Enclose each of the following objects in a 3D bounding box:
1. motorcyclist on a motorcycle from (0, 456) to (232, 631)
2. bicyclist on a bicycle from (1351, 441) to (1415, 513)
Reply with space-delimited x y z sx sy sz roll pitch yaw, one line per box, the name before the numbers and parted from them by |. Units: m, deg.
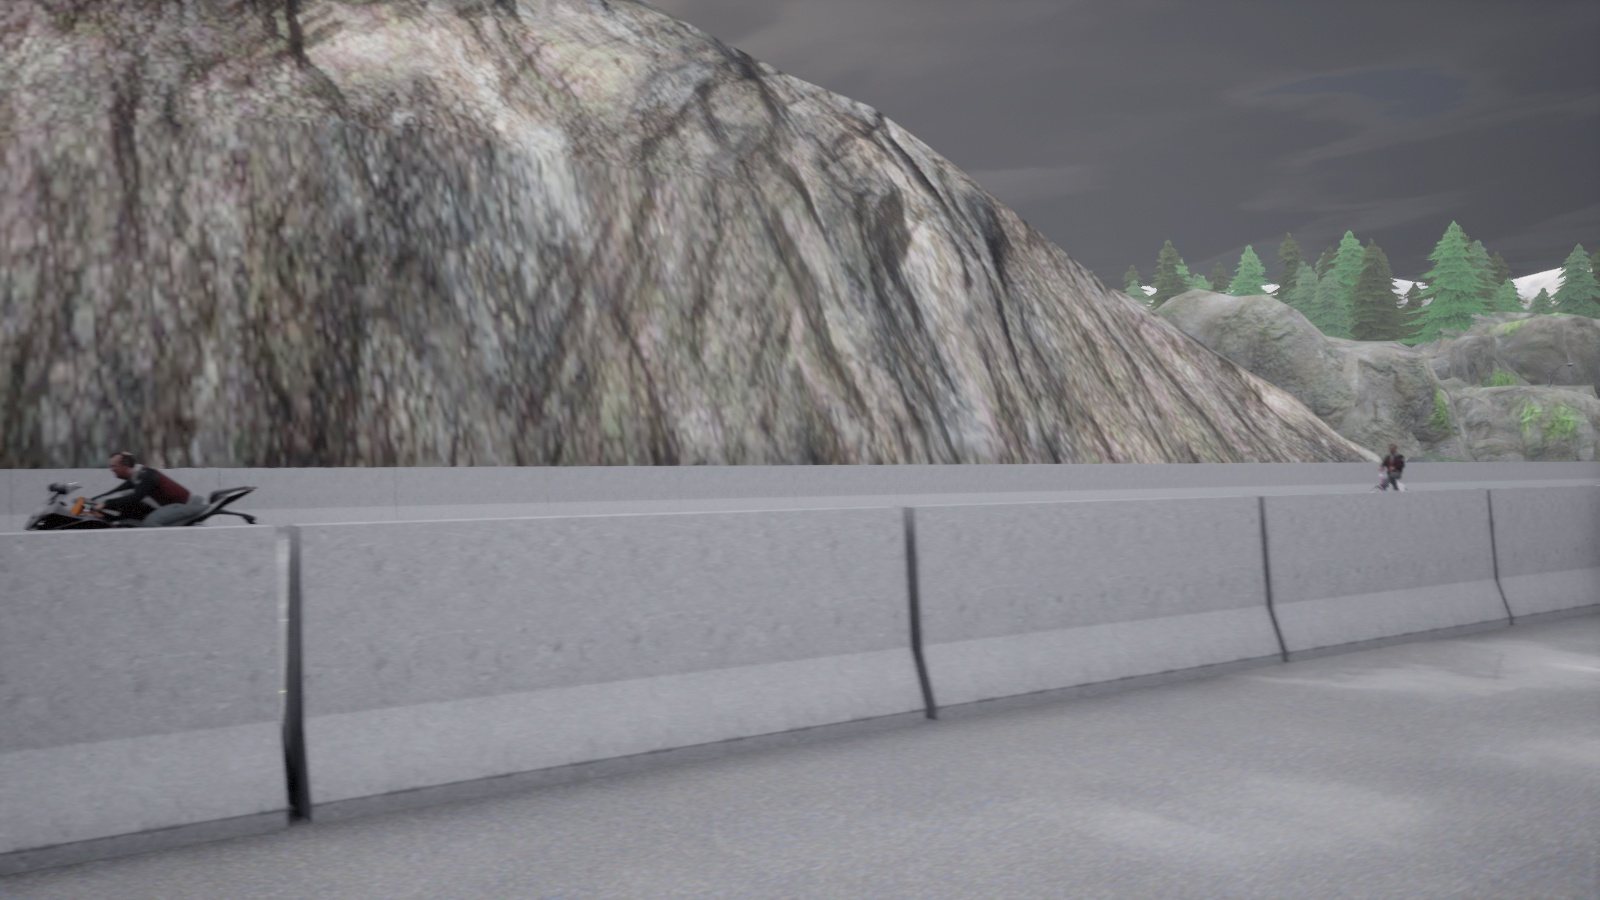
motorcyclist on a motorcycle | -6.626 0.823 11.838 2.191 1.530 0.866 0 0 -36
bicyclist on a bicycle | 14.686 0.663 31.617 1.843 1.776 0.659 0 0 -36
